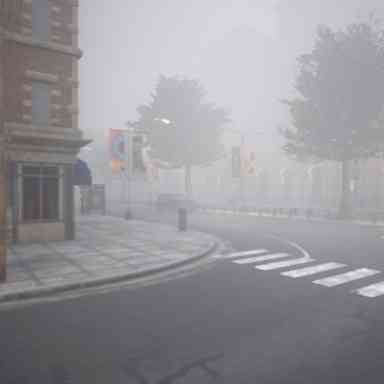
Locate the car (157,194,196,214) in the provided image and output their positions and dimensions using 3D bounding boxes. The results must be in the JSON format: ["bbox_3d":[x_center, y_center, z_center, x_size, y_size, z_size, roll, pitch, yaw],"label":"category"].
[{"bbox_3d":[-1.776,1.206,35.651,2.150,2.045,5.566,0,0,-34],"label":"car"}]

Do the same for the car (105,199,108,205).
[{"bbox_3d":[-15.897,1.497,56.510,1.837,1.490,4.892,0,-1,-34],"label":"car"}]

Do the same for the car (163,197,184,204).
[{"bbox_3d":[-3.618,1.567,64.710,1.895,1.301,4.718,0,0,-34],"label":"car"}]
